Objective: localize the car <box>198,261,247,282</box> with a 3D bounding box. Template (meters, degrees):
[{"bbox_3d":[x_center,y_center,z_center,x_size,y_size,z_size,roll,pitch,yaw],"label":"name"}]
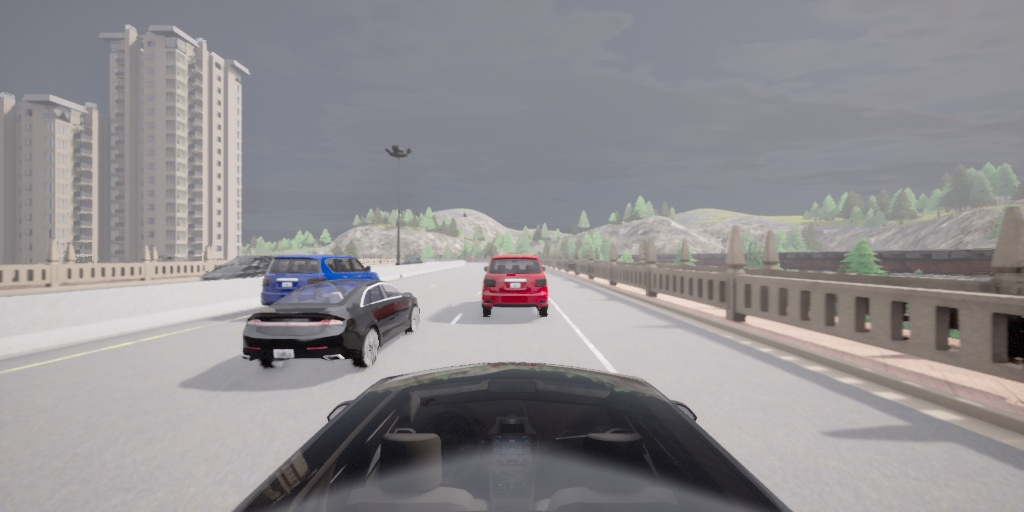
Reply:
[{"bbox_3d":[-17.602,1.257,23.174,1.837,1.490,4.892,0,0,0],"label":"car"}]

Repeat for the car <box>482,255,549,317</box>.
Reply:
[{"bbox_3d":[0.098,0.972,13.396,2.150,2.045,5.566,0,0,0],"label":"car"}]

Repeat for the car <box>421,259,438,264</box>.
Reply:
[{"bbox_3d":[-14.035,1.346,62.784,1.812,1.442,4.674,0,0,1],"label":"car"}]

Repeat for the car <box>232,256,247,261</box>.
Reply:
[{"bbox_3d":[-21.101,0.977,28.921,2.150,2.045,5.566,0,0,0],"label":"car"}]

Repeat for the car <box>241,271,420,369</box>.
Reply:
[{"bbox_3d":[-3.402,1.242,7.770,2.128,1.511,4.902,0,0,0],"label":"car"}]

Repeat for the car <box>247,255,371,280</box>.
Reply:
[{"bbox_3d":[-6.902,0.972,13.686,2.150,2.045,5.566,0,0,0],"label":"car"}]
